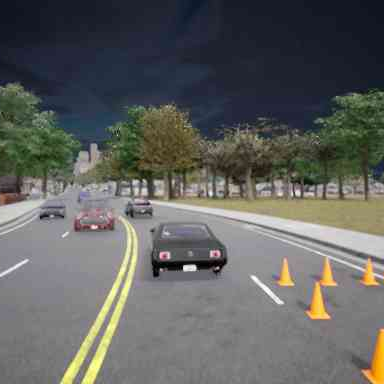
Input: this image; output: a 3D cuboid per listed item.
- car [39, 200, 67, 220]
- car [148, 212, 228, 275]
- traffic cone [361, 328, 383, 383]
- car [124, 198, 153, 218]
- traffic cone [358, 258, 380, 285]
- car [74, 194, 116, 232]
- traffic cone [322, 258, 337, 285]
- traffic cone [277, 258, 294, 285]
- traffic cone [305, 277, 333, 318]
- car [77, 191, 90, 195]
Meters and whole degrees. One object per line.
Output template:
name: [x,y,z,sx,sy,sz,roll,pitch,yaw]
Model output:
car: [-11.109,1.372,26.819,2.033,1.411,5.357,0,0,-19]
car: [-0.329,1.515,10.158,1.895,1.301,4.718,0,0,-7]
traffic cone: [2.251,1.917,3.940,0.340,0.580,0.340,0,0,0]
car: [-4.524,1.273,27.949,2.128,1.511,4.902,0,1,-18]
traffic cone: [4.226,1.878,7.952,0.340,0.580,0.340,0,1,0]
car: [-5.527,1.211,19.202,2.097,1.767,4.553,0,0,-14]
traffic cone: [3.226,1.880,7.946,0.340,0.580,0.340,0,1,0]
traffic cone: [2.226,1.882,7.939,0.340,0.580,0.340,0,0,0]
traffic cone: [2.238,1.900,5.940,0.340,0.580,0.340,0,0,0]
car: [-18.837,0.869,58.062,2.150,2.045,5.566,0,0,-19]
